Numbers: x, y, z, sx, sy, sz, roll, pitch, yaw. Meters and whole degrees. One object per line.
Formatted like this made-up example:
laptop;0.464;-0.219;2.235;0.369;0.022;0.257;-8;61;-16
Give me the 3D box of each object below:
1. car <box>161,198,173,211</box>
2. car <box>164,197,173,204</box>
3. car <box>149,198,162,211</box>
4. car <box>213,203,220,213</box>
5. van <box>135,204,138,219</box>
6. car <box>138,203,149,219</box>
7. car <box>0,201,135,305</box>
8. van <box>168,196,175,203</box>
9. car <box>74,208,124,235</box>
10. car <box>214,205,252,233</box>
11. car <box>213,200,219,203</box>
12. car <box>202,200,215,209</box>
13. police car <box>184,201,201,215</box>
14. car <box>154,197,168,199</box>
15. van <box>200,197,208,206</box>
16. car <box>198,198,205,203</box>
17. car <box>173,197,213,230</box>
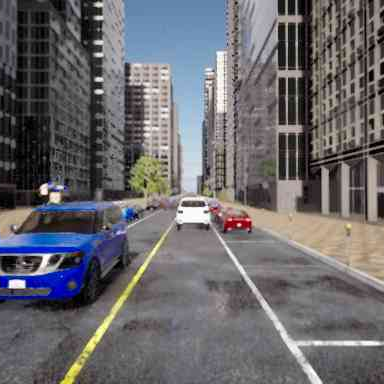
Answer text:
car;-3.126;2.026;49.506;1.994;1.385;4.181;0;-1;0
car;-5.770;2.190;83.383;1.967;1.590;4.097;0;0;0
car;-5.738;2.026;49.374;1.947;1.339;4.313;0;0;0
car;2.664;1.841;26.707;1.802;1.307;4.206;0;-1;0
van;-5.717;1.600;26.702;1.690;1.788;3.998;0;-1;0
car;-5.722;1.878;32.369;1.947;1.339;4.313;0;-1;0
car;-3.109;1.306;8.668;2.150;2.045;5.566;0;-1;0
van;-5.780;2.180;94.722;1.690;1.788;3.998;0;0;0
car;-5.711;1.770;21.032;1.947;1.339;4.313;0;-1;0
car;2.669;1.749;21.040;1.887;1.381;4.507;0;-1;0
car;2.653;1.943;38.046;1.802;1.307;4.206;0;0;0
car;2.637;2.054;55.050;1.887;1.381;4.507;0;0;0
police car;0.061;1.898;41.455;2.038;1.542;4.974;0;0;0
car;-5.743;1.824;55.044;2.192;1.841;5.009;0;0;0
van;2.621;1.997;72.056;1.690;1.788;3.998;0;0;0
car;2.600;2.404;94.728;1.947;1.339;4.313;0;0;0
car;0.085;1.444;23.228;2.150;2.045;5.566;0;-1;0
